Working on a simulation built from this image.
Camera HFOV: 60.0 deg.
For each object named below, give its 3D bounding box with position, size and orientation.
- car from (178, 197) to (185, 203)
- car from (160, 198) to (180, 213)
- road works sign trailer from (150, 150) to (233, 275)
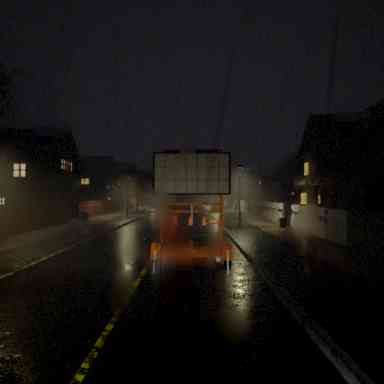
[{"bbox_3d":[-2.738,2.036,79.194,1.882,1.535,5.008,0,-1,0],"label":"car"},{"bbox_3d":[-2.845,1.772,40.238,1.895,1.301,4.718,0,0,0],"label":"car"},{"bbox_3d":[-0.002,0.484,10.454,2.380,3.560,2.880,0,0,1],"label":"road works sign trailer"}]
